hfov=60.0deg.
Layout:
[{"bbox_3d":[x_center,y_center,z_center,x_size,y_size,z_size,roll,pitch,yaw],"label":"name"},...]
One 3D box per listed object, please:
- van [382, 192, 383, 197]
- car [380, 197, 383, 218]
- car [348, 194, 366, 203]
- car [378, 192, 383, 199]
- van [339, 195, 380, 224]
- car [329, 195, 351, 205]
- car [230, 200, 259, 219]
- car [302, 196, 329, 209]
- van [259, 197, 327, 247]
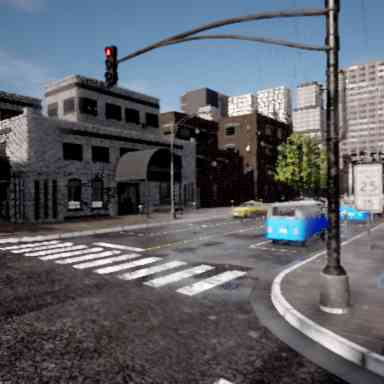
[{"bbox_3d":[18.544,1.097,31.965,1.690,1.788,3.998,-1,0,39],"label":"van"},{"bbox_3d":[15.103,1.349,27.648,1.887,1.381,4.507,-1,0,39],"label":"car"},{"bbox_3d":[29.222,1.106,58.788,1.887,1.381,4.507,-1,0,39],"label":"car"},{"bbox_3d":[46.436,0.788,80.370,1.967,1.590,4.097,-1,0,39],"label":"car"},{"bbox_3d":[11.658,1.194,23.332,1.690,1.788,3.998,-1,0,39],"label":"van"},{"bbox_3d":[22.336,1.197,50.155,1.887,1.381,4.507,-1,0,39],"label":"car"},{"bbox_3d":[5.014,1.417,28.439,1.752,1.417,4.829,-1,0,39],"label":"car"},{"bbox_3d":[15.449,1.290,41.523,1.887,1.381,4.507,-1,0,39],"label":"car"},{"bbox_3d":[4.771,1.295,14.699,1.690,1.788,3.998,-1,0,39],"label":"van"}]
